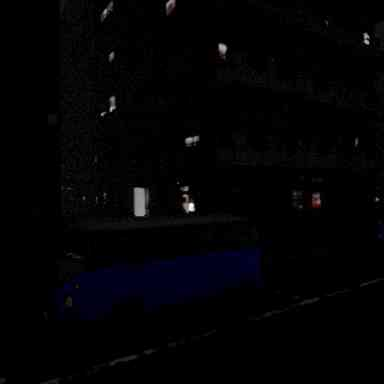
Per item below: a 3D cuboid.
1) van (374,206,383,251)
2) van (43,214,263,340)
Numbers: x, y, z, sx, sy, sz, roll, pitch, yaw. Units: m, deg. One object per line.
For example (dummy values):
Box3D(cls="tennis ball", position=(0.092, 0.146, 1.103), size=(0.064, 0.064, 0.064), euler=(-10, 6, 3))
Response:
Box3D(cls="van", position=(8.597, 1.334, 12.706), size=(3.998, 1.788, 1.690), euler=(0, -1, -35))
Box3D(cls="van", position=(-0.492, 1.340, 6.226), size=(3.998, 1.788, 1.690), euler=(0, -1, -35))
